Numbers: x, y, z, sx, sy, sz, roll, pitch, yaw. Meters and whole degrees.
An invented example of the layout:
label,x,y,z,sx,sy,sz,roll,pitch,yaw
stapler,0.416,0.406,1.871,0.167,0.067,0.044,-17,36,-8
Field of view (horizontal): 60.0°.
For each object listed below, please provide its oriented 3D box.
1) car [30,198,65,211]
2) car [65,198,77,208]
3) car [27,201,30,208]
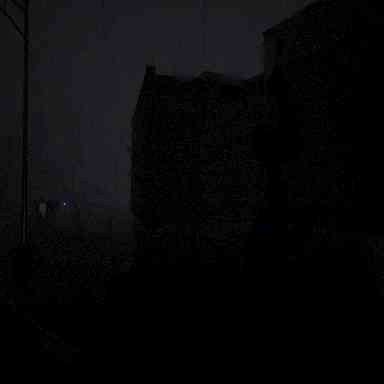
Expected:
label,x,y,z,sx,sy,sz,roll,pitch,yaw
car,-18.558,1.633,42.980,2.128,1.511,4.902,1,0,-6
car,-19.901,1.722,53.484,1.812,1.442,4.674,1,0,-7
car,-22.963,1.616,49.726,2.128,1.511,4.902,1,0,-7
